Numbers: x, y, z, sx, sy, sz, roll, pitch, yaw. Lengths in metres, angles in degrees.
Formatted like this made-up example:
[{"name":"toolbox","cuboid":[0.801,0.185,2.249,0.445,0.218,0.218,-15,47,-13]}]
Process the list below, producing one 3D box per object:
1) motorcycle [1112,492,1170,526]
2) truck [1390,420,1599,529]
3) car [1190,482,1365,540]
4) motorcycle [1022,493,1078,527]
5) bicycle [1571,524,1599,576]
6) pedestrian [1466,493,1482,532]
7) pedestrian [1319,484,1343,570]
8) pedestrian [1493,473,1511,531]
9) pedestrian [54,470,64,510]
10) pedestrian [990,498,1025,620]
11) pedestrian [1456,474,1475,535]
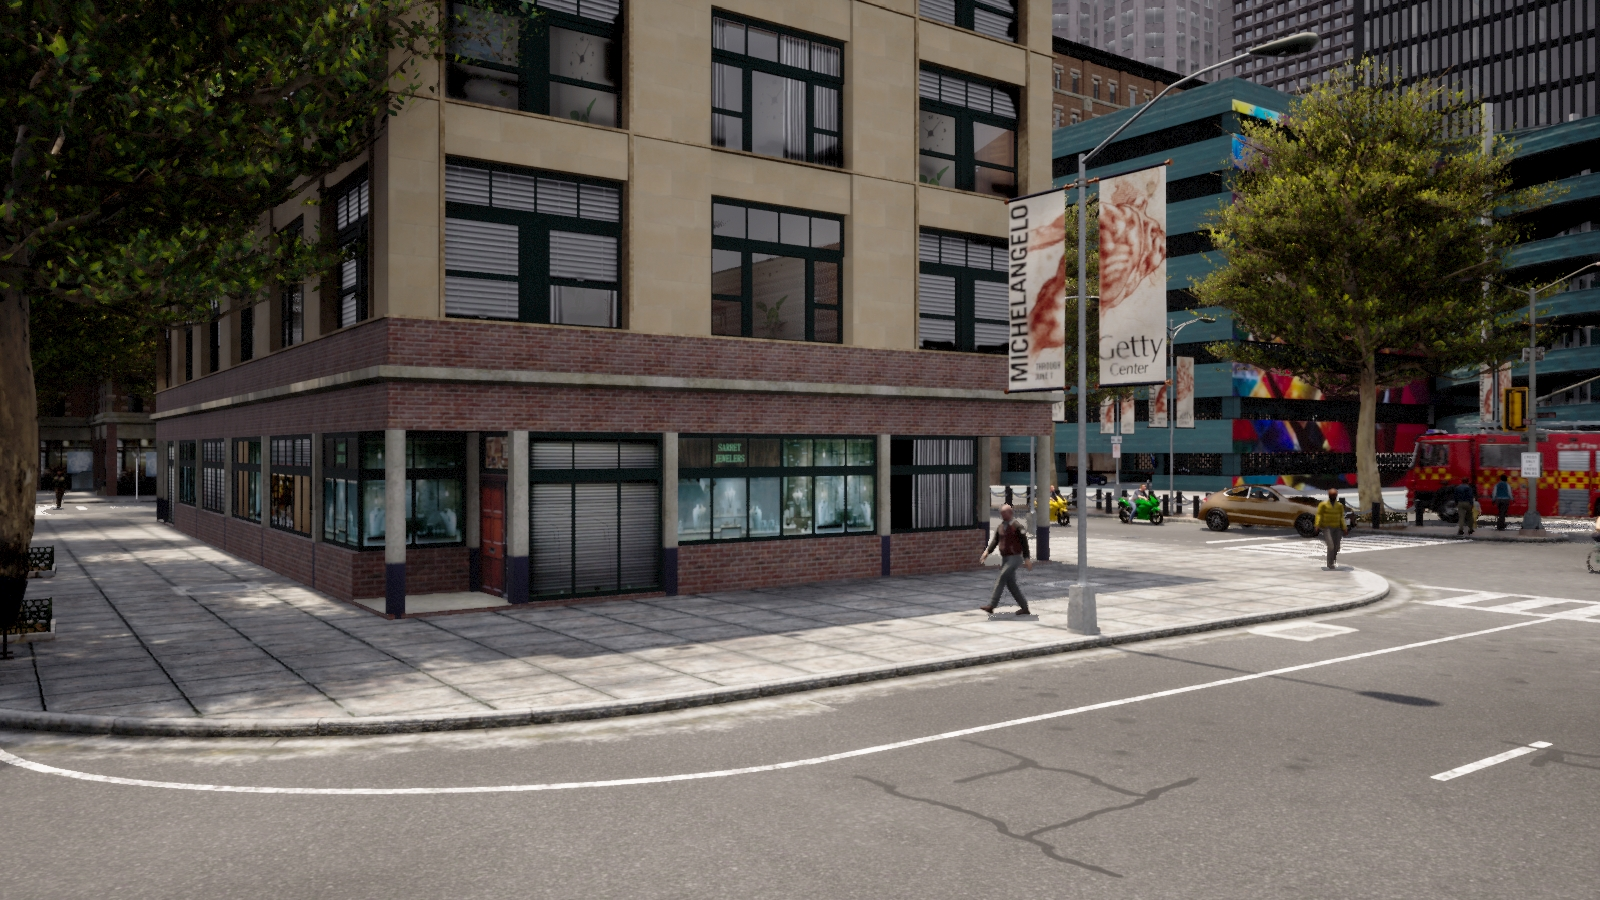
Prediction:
[{"name":"motorcycle","cuboid":[12.745,2.199,42.767,0.803,1.145,2.033,0,0,-35]},{"name":"truck","cuboid":[27.164,0.872,42.889,8.468,3.827,2.891,0,0,40]},{"name":"car","cuboid":[15.896,1.978,38.307,2.152,1.651,5.027,0,0,-35]},{"name":"motorcycle","cuboid":[9.194,2.200,42.117,0.803,1.145,2.033,0,0,-33]},{"name":"bicycle","cuboid":[18.132,2.244,25.381,0.859,1.080,1.487,-2,0,-10]},{"name":"pedestrian","cuboid":[22.919,2.113,38.830,0.375,1.300,0.375,0,0,-42]},{"name":"pedestrian","cuboid":[11.643,1.689,25.067,0.375,1.860,0.375,0,0,5]},{"name":"pedestrian","cuboid":[22.822,1.689,37.156,0.375,1.860,0.375,0,0,-28]},{"name":"pedestrian","cuboid":[-34.527,1.848,53.225,0.375,1.860,0.375,0,0,-37]},{"name":"pedestrian","cuboid":[3.248,1.691,17.891,0.375,1.860,0.375,0,0,-28]},{"name":"pedestrian","cuboid":[20.656,1.694,35.457,0.375,1.860,0.375,0,0,-36]}]
